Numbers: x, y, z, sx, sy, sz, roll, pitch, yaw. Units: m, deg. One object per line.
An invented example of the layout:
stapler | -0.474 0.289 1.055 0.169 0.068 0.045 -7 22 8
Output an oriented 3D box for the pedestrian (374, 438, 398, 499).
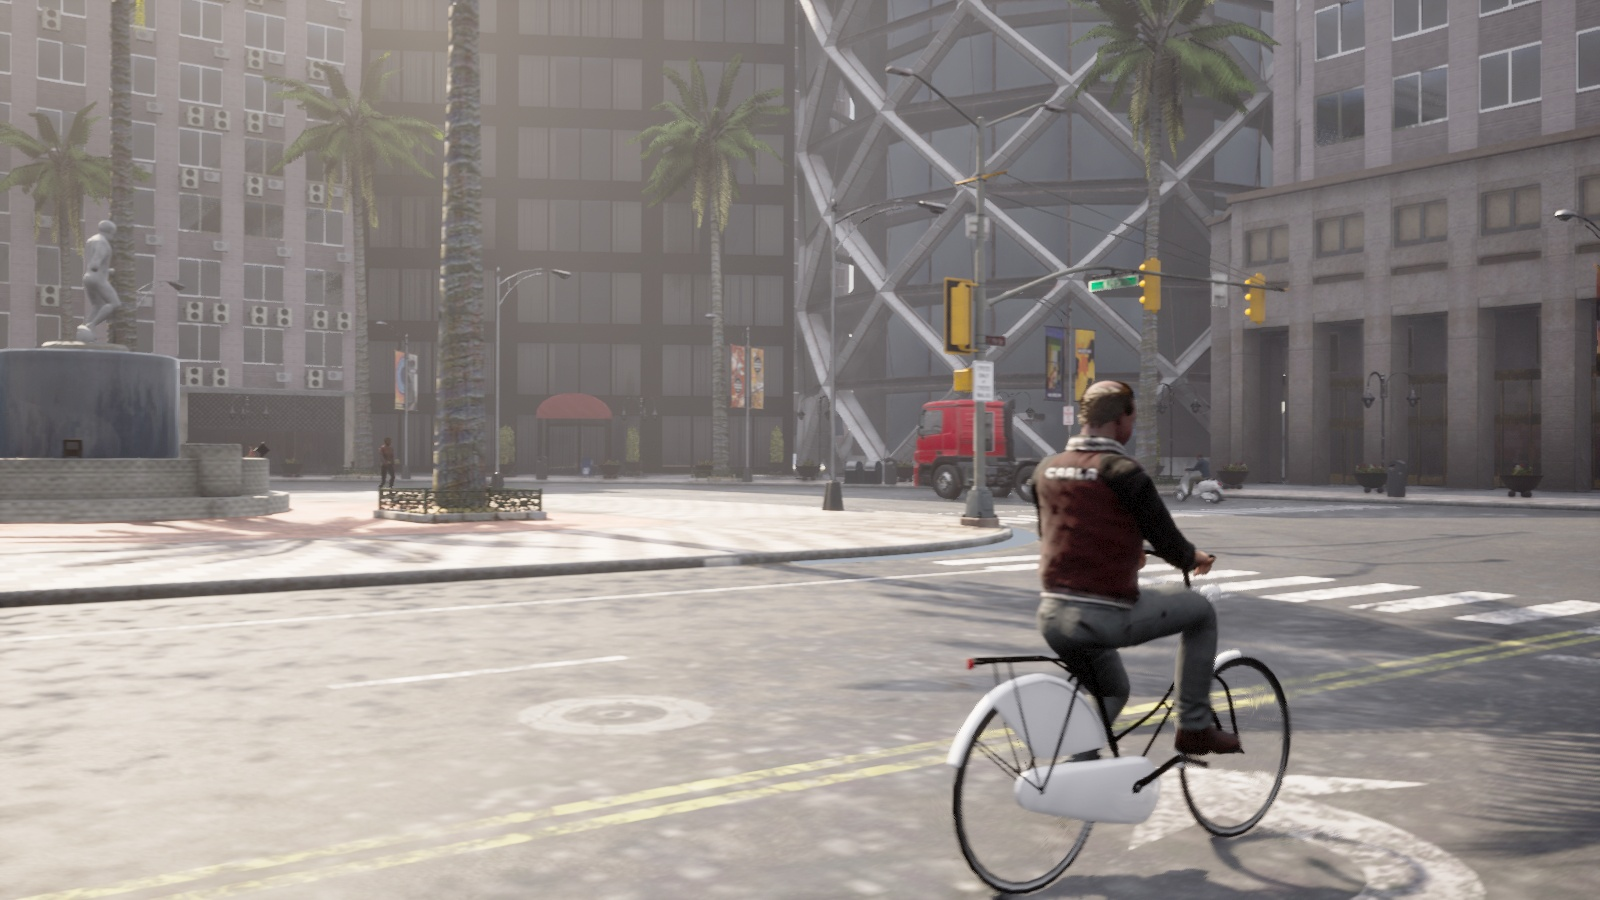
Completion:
pedestrian | -12.265 0.543 37.205 0.328 1.805 0.869 0 0 -44

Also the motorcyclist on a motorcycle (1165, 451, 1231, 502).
motorcyclist on a motorcycle | 12.624 0.832 39.858 0.866 1.590 1.817 0 0 -35

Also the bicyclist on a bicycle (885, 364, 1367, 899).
bicyclist on a bicycle | 1.236 0.631 4.570 1.843 1.776 0.659 0 0 -35

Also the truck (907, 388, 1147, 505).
truck | 7.240 -0.095 41.275 2.891 3.462 7.936 0 0 -36
